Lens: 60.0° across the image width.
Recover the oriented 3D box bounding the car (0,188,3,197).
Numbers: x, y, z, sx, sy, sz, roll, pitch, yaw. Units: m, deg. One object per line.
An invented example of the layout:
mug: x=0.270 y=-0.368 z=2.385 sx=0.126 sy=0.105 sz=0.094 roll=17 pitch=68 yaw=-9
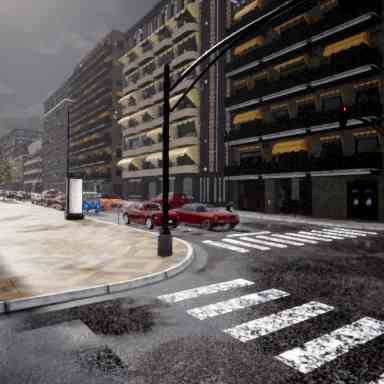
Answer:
car: x=-39.078 y=0.301 z=69.341 sx=2.008 sy=1.369 sz=4.403 roll=2 pitch=0 yaw=-36

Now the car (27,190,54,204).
car: x=-18.990 y=0.805 z=41.774 sx=1.752 sy=1.417 sz=4.829 roll=2 pitch=0 yaw=-36

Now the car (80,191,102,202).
car: x=-15.650 y=0.710 z=51.425 sx=1.967 sy=1.590 sz=4.097 roll=2 pitch=0 yaw=-36

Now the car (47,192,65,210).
car: x=-12.427 y=0.997 z=32.768 sx=1.887 sy=1.381 sz=4.507 roll=2 pitch=0 yaw=-36

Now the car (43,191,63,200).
car: x=-25.090 y=0.599 z=59.983 sx=2.033 sy=1.411 sz=5.357 roll=1 pitch=0 yaw=-38

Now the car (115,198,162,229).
car: x=-2.434 y=1.261 z=19.053 sx=1.887 sy=1.381 sz=4.507 roll=2 pitch=0 yaw=-36

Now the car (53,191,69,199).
car: x=-25.747 y=0.529 z=65.277 sx=1.752 sy=1.417 sz=4.829 roll=2 pitch=0 yaw=-36

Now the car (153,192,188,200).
car: x=-2.322 y=0.936 z=33.138 sx=2.192 sy=1.841 sz=5.009 roll=2 pitch=0 yaw=-36

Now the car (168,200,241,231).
car: x=0.631 y=1.369 z=19.121 sx=1.895 sy=1.301 sz=4.718 roll=1 pitch=0 yaw=-34

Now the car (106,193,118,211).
car: x=-7.853 y=0.894 z=30.876 sx=2.097 sy=1.767 sz=4.553 roll=1 pitch=1 yaw=-36

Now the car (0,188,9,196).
car: x=-42.402 y=-0.022 z=73.913 sx=2.192 sy=1.841 sz=5.009 roll=2 pitch=0 yaw=-36

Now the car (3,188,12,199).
car: x=-32.416 y=0.470 z=60.198 sx=1.887 sy=1.381 sz=4.507 roll=2 pitch=0 yaw=-36

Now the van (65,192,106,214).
van: x=-9.090 y=0.881 z=28.197 sx=1.690 sy=1.788 sz=3.998 roll=2 pitch=0 yaw=-36

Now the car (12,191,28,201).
car: x=-25.749 y=0.541 z=51.055 sx=1.967 sy=1.590 sz=4.097 roll=2 pitch=0 yaw=-36

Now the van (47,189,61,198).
van: x=-28.973 y=0.260 z=69.711 sx=1.690 sy=1.788 sz=3.998 roll=2 pitch=0 yaw=-36

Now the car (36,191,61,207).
car: x=-15.759 y=0.909 z=37.340 sx=1.887 sy=1.381 sz=4.507 roll=2 pitch=0 yaw=-36

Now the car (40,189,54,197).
car: x=-32.307 y=0.272 z=74.283 sx=1.967 sy=1.590 sz=4.097 roll=2 pitch=0 yaw=-36

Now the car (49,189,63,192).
car: x=-20.006 y=0.572 z=47.694 sx=2.097 sy=1.767 sz=4.553 roll=1 pitch=1 yaw=-36
